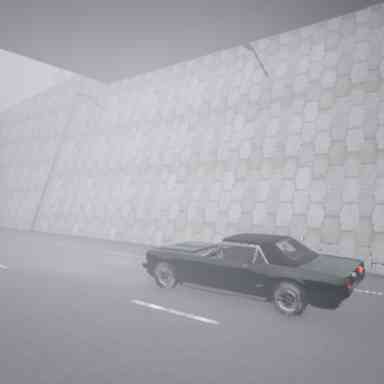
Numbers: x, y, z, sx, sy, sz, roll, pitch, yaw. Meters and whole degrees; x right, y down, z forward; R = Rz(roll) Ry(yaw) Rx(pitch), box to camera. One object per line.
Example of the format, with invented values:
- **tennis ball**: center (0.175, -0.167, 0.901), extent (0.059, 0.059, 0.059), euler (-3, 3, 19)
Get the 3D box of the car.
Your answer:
- **car**: center (1.139, 1.608, 7.484), extent (4.718, 1.301, 1.895), euler (0, 0, 36)
